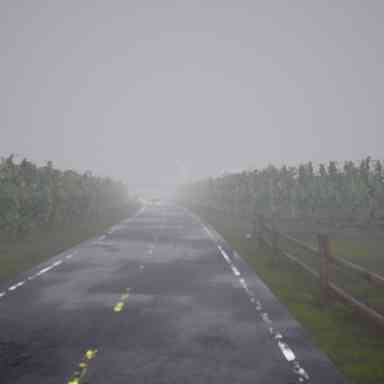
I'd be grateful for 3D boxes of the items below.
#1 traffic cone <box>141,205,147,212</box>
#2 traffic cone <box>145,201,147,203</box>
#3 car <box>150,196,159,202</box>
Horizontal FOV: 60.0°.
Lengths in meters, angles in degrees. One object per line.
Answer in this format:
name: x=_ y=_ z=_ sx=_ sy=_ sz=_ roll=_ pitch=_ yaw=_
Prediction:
traffic cone: x=-5.599 y=1.998 z=37.645 sx=0.340 sy=0.580 sz=0.340 roll=0 pitch=0 yaw=-5
traffic cone: x=-6.612 y=2.008 z=47.537 sx=0.340 sy=0.580 sz=0.340 roll=0 pitch=0 yaw=-7
car: x=-8.588 y=1.561 z=76.262 sx=1.882 sy=1.535 sz=5.008 roll=0 pitch=0 yaw=-10
